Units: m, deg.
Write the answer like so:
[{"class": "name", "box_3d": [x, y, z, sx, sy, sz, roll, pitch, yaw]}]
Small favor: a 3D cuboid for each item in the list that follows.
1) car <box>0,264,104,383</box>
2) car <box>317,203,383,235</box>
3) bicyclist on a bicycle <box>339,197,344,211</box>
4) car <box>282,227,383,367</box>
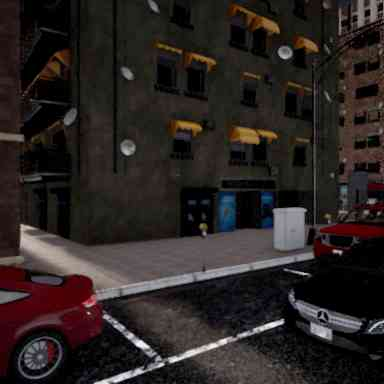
[{"class": "car", "box_3d": [-3.165, 1.583, 3.843, 4.206, 1.307, 1.802, 0, 0, -35]}, {"class": "car", "box_3d": [5.944, 1.297, 10.340, 5.009, 1.841, 2.192, 0, 0, -35]}, {"class": "bicyclist on a bicycle", "box_3d": [17.942, 1.476, 40.283, 1.656, 1.620, 0.582, -1, 0, -36]}, {"class": "car", "box_3d": [3.547, 1.516, 5.588, 4.674, 1.442, 1.812, 0, 0, -35]}]
